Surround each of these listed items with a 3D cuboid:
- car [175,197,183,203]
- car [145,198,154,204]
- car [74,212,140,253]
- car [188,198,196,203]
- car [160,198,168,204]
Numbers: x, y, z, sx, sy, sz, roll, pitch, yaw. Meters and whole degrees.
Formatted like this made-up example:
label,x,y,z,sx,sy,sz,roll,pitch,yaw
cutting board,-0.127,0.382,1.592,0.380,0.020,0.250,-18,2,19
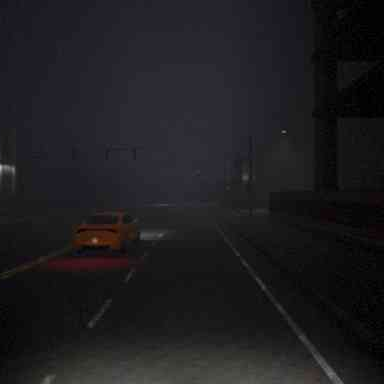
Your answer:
label,x,y,z,sx,sy,sz,roll,pitch,yaw
car,-3.498,2.190,90.278,2.097,1.767,4.553,0,-1,0
car,-10.498,2.265,82.902,1.882,1.535,5.008,0,-1,0
car,-3.495,1.616,14.477,1.882,1.535,5.008,0,0,0
car,0.002,2.388,90.306,1.994,1.385,4.181,0,-1,0
car,-6.998,2.313,82.902,2.128,1.511,4.902,0,-1,0
